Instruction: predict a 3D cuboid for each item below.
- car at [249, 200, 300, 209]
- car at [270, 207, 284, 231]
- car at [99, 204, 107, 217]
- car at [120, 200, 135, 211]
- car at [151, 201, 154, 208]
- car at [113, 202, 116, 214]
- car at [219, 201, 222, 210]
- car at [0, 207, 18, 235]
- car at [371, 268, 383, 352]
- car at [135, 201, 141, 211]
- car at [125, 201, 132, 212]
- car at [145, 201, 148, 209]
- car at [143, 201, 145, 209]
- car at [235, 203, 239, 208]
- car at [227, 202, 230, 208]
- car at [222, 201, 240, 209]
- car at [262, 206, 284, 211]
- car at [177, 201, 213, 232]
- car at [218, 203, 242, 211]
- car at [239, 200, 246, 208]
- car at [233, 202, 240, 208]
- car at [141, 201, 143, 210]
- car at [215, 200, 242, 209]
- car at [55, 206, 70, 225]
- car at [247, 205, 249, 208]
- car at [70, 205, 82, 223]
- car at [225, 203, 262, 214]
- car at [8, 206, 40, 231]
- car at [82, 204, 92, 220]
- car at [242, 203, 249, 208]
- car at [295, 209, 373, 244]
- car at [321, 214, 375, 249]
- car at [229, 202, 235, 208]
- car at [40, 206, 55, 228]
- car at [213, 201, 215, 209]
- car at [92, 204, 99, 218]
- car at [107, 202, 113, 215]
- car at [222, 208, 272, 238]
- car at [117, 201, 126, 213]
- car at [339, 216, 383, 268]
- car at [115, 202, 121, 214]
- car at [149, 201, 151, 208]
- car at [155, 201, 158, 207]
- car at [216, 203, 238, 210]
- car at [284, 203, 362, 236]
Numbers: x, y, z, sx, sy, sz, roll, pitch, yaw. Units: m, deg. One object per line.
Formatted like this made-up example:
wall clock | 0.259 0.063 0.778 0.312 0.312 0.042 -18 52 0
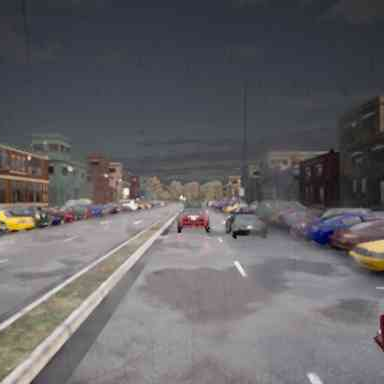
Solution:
car | 7.671 1.691 26.155 5.566 2.045 2.435 0 -1 0
car | 7.671 1.854 20.635 4.792 1.488 2.163 0 -1 0
car | -12.733 2.212 37.829 5.008 1.535 2.097 0 -1 0
car | -12.731 2.568 57.245 4.553 1.767 2.185 0 -1 0
car | -12.664 3.372 82.271 5.008 1.535 2.097 0 -2 0
car | -12.725 2.383 43.260 4.674 1.452 2.002 0 -1 0
car | 7.820 2.667 56.475 5.366 1.575 1.946 0 -2 0
car | -12.784 1.775 18.380 4.892 1.521 2.231 0 -1 0
car | 3.100 1.619 1.826 1.895 1.301 4.718 0 -1 0
car | -12.722 2.515 60.060 5.566 2.045 2.435 0 -1 0
car | -12.702 2.659 54.371 4.674 1.452 2.002 0 -1 0
car | -12.856 3.064 71.167 5.366 1.575 1.946 0 -2 0
car | -12.647 3.020 68.387 4.792 1.488 2.163 0 -2 0
car | 7.673 2.219 37.174 4.792 1.488 2.163 0 -1 0
car | 7.616 2.418 45.443 4.792 1.488 2.163 0 -1 0
car | 7.460 2.454 48.200 5.366 1.575 1.946 0 -1 0
car | 7.640 1.923 23.392 4.674 1.452 2.002 0 -1 0
car | 0.104 1.754 23.311 2.097 1.767 4.553 0 -1 0
car | 7.617 3.012 67.496 4.674 1.452 2.002 0 -2 0
car | 7.612 2.001 34.422 4.553 1.767 2.185 0 -1 0
car | 7.642 2.296 39.967 4.674 1.452 2.002 0 -1 0
car | -12.653 2.944 65.611 4.792 1.488 2.163 0 -2 0
car | 7.596 2.567 61.992 5.566 2.045 2.435 0 -2 0
car | -12.732 1.984 26.590 4.792 1.488 2.163 0 -1 0
car | 7.614 2.032 28.906 4.792 1.488 2.163 0 -1 0
car | -12.761 2.016 29.369 5.008 1.535 2.097 0 -1 0
car | 7.830 2.523 50.963 5.366 1.575 1.946 0 -1 0
car | -12.957 1.832 21.160 5.366 1.575 1.946 0 -1 0
car | -12.743 2.081 32.148 4.892 1.521 2.231 0 -1 0
car | 7.638 2.063 31.662 5.008 1.535 2.097 0 -1 0
car | 7.636 1.709 15.122 5.008 1.535 2.097 0 -1 0
car | 7.639 1.695 12.367 4.674 1.452 2.002 0 -1 0
car | 7.615 2.350 42.688 4.792 1.488 2.163 0 -1 0
car | -12.739 1.767 23.823 4.553 1.767 2.185 0 -1 0
car | 7.604 3.051 70.254 5.008 1.535 2.097 0 -2 0
car | -12.773 2.173 34.924 4.792 1.488 2.163 0 -1 0
car | -12.739 2.279 40.607 4.892 1.521 2.231 0 -1 0
car | 3.102 1.888 19.649 1.994 1.385 4.181 0 -1 0
car | -12.723 2.480 48.818 4.892 1.521 2.231 0 -1 0
car | 7.456 1.600 9.611 5.366 1.575 1.946 0 -1 0
car | -12.751 2.440 46.038 4.792 1.488 2.163 0 -1 0
car | -12.665 3.216 76.598 5.008 1.535 2.097 0 -2 0
car | -12.637 3.273 87.835 5.566 2.045 2.435 0 -2 0
car | 7.601 3.170 73.009 4.674 1.452 2.002 0 -2 0
car | 7.673 1.641 17.882 4.553 1.767 2.185 0 -1 0
